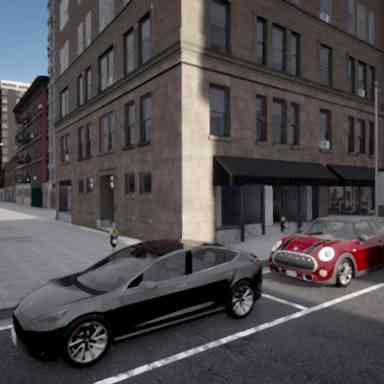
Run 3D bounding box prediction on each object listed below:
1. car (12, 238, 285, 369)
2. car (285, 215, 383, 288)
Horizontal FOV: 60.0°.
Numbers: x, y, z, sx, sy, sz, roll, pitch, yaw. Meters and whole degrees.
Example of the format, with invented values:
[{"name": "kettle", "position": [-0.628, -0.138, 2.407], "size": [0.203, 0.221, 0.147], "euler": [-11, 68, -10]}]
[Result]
[{"name": "car", "position": [-0.630, 1.554, 5.749], "size": [4.313, 1.339, 1.947], "euler": [0, 0, -36]}, {"name": "car", "position": [3.975, 1.402, 9.076], "size": [4.097, 1.590, 1.967], "euler": [0, 0, -36]}]
